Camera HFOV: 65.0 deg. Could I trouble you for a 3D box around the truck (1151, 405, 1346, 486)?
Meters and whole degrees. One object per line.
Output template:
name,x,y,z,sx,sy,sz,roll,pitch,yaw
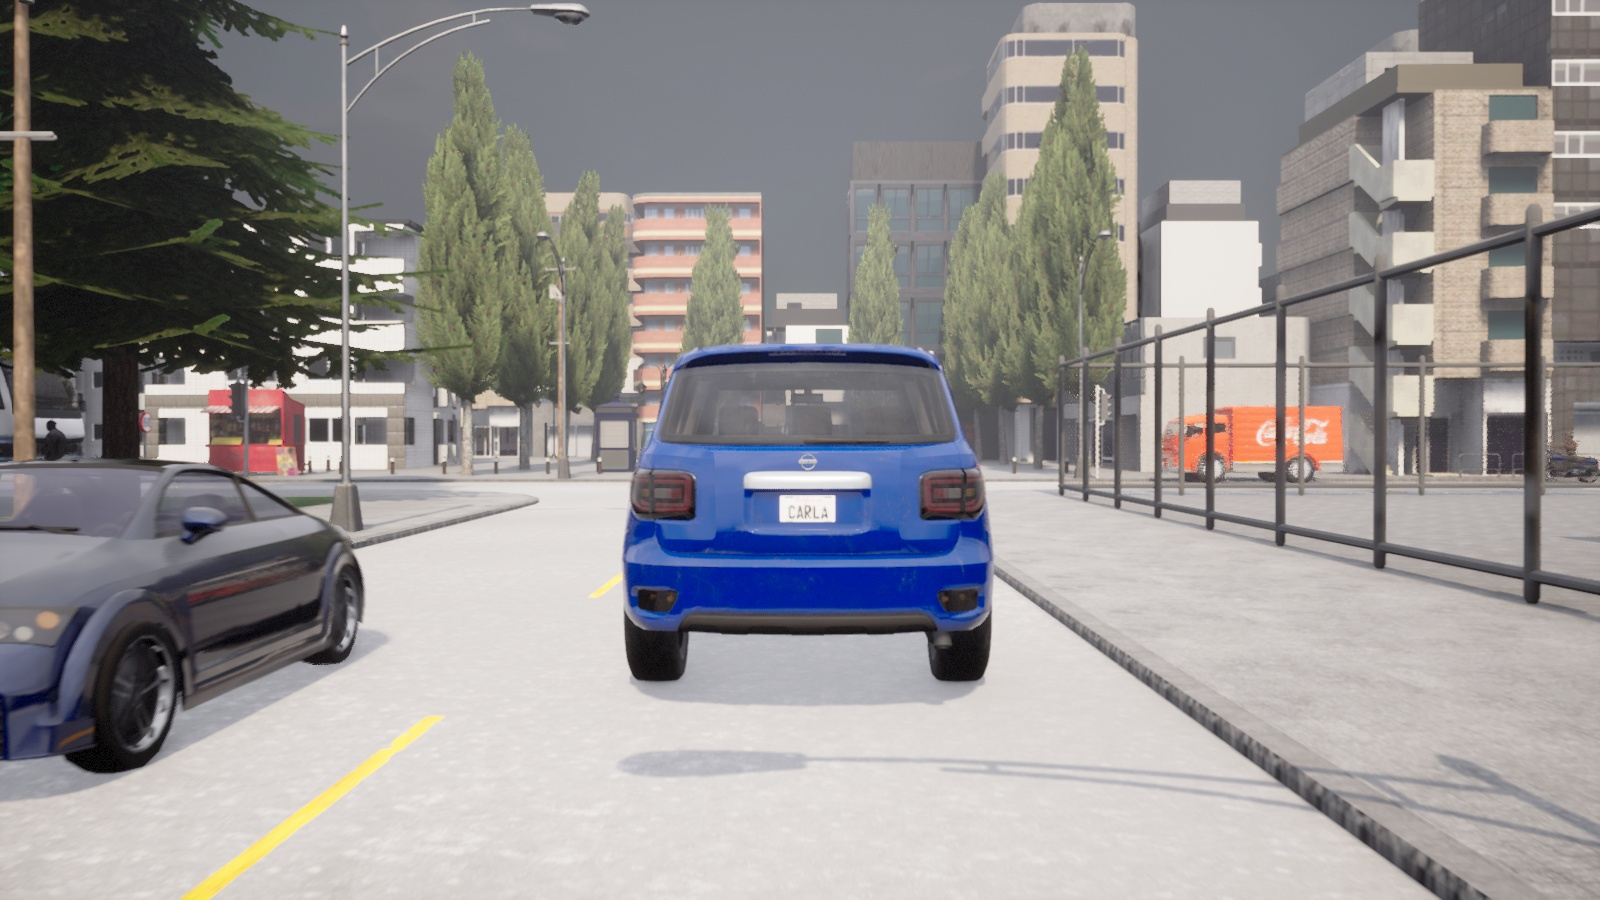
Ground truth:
truck,14.098,-0.141,39.757,5.204,2.467,2.627,0,1,0

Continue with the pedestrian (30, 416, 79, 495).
pedestrian,-18.019,0.129,30.371,0.849,1.883,0.563,0,1,-6

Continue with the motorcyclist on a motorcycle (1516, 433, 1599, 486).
motorcyclist on a motorcycle,24.041,0.306,39.724,2.350,1.649,0.766,0,1,0

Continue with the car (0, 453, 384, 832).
car,-3.954,0.736,6.849,1.994,1.385,4.181,0,1,0

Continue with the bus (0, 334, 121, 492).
bus,-25.607,-1.020,35.949,10.273,4.253,3.944,0,1,2

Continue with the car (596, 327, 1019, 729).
car,0.057,0.370,9.181,2.150,2.045,5.566,0,1,0
